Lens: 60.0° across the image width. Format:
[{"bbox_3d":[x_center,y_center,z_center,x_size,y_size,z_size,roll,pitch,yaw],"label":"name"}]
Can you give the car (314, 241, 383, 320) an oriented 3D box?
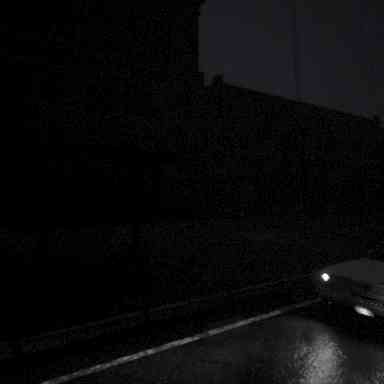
[{"bbox_3d":[4.560,1.631,6.629,4.718,1.301,1.895,1,0,-35],"label":"car"}]
